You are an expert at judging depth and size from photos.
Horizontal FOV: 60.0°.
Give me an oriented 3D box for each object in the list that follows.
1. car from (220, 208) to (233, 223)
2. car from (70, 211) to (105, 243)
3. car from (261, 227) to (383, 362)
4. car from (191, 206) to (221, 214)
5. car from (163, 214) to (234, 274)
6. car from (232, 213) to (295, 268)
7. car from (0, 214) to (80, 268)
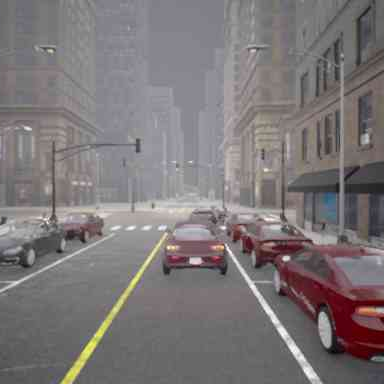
[{"bbox_3d":[2.743,1.726,17.115,1.887,1.381,4.507,-1,-1,0],"label":"car"},{"bbox_3d":[-5.782,1.727,17.110,1.887,1.381,4.507,-1,-1,0],"label":"car"},{"bbox_3d":[2.749,1.610,6.105,1.887,1.381,4.507,-1,-1,0],"label":"car"},{"bbox_3d":[1.349,1.748,24.072,2.128,1.511,4.902,0,-1,19],"label":"car"},{"bbox_3d":[0.080,1.642,10.802,1.812,1.442,4.674,0,-1,0],"label":"car"},{"bbox_3d":[2.746,1.668,11.610,1.887,1.381,4.507,-1,-1,0],"label":"car"},{"bbox_3d":[-5.779,1.675,11.605,2.008,1.369,4.403,-1,-1,0],"label":"car"}]
